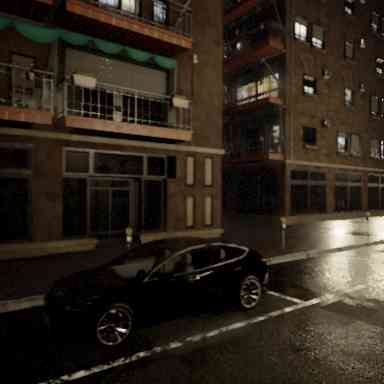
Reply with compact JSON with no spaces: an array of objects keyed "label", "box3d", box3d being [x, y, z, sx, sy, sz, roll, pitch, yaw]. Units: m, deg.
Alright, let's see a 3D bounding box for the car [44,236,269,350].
[{"label":"car","box3d":[-0.406,1.579,6.265,4.313,1.339,1.947,0,0,-35]}]
